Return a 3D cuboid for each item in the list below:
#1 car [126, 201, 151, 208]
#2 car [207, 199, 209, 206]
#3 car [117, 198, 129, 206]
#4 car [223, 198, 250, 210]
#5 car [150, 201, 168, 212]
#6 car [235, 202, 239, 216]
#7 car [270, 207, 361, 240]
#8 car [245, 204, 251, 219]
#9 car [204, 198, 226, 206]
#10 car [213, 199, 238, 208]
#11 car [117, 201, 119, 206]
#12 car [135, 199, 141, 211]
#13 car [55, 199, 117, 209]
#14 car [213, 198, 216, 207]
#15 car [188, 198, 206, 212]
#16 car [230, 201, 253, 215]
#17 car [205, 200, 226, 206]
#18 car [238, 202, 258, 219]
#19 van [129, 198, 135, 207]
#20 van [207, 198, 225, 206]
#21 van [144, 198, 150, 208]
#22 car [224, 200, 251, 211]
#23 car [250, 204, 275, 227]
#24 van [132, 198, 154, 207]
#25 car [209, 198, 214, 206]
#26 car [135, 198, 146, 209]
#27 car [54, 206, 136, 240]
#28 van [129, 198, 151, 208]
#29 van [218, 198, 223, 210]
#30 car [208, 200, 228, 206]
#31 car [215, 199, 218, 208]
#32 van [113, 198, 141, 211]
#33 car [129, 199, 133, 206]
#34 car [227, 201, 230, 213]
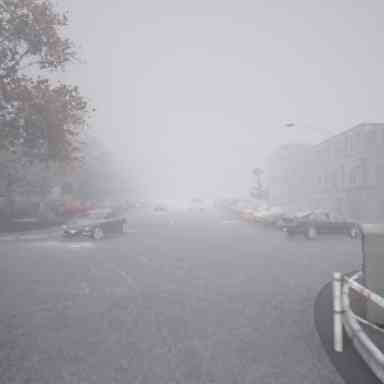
[{"bbox_3d":[-11.024,2.541,68.365,4.674,1.452,2.002,0,-1,-21],"label":"car"},{"bbox_3d":[6.896,2.714,77.275,5.366,1.575,1.946,1,-1,-20],"label":"car"},{"bbox_3d":[-10.773,1.938,41.881,4.553,1.767,2.185,0,-1,-21],"label":"car"},{"bbox_3d":[7.022,2.029,44.955,4.553,1.767,2.185,1,-1,-20],"label":"car"},{"bbox_3d":[-4.501,2.252,49.163,2.033,1.411,5.357,0,-1,0],"label":"car"},{"bbox_3d":[7.089,2.022,33.211,4.674,1.452,2.002,1,-1,-20],"label":"car"},{"bbox_3d":[7.205,1.769,18.549,4.892,1.521,2.231,1,-1,-20],"label":"car"},{"bbox_3d":[7.138,1.936,27.344,4.674,1.452,2.002,1,-1,-20],"label":"car"},{"bbox_3d":[6.533,2.810,94.802,5.566,2.045,2.435,2,-1,-21],"label":"car"},{"bbox_3d":[6.830,2.419,68.415,4.553,1.767,2.185,1,-1,-20],"label":"car"},{"bbox_3d":[-10.776,2.007,35.967,4.792,1.488,2.163,0,-1,-20],"label":"car"},{"bbox_3d":[-10.865,2.198,50.700,4.892,1.521,2.231,0,-1,-20],"label":"car"},{"bbox_3d":[-10.704,1.683,33.054,5.566,2.045,2.435,0,-1,-20],"label":"car"},{"bbox_3d":[6.841,2.261,59.606,4.553,1.767,2.185,1,-1,-20],"label":"car"},{"bbox_3d":[0.623,1.969,51.127,2.150,2.045,5.566,0,-1,0],"label":"car"},{"bbox_3d":[7.073,2.026,36.142,4.892,1.521,2.231,1,-1,-21],"label":"car"},{"bbox_3d":[6.415,2.995,91.805,5.366,1.575,1.946,1,-1,-21],"label":"car"},{"bbox_3d":[7.282,1.940,30.349,5.366,1.575,1.946,1,-1,-20],"label":"car"},{"bbox_3d":[-10.955,1.927,47.713,4.442,1.987,1.878,0,-1,-20],"label":"van"},{"bbox_3d":[6.514,2.716,88.895,4.442,1.987,1.878,1,-1,-21],"label":"van"},{"bbox_3d":[-10.865,2.169,62.525,4.442,1.987,1.878,0,-1,-20],"label":"van"},{"bbox_3d":[7.020,2.111,42.014,4.892,1.521,2.231,1,-1,-20],"label":"car"},{"bbox_3d":[7.167,1.855,24.411,4.892,1.521,2.231,1,-1,-20],"label":"car"},{"bbox_3d":[-10.961,2.387,74.299,4.442,1.987,1.878,0,-1,-20],"label":"van"},{"bbox_3d":[6.849,2.241,65.495,5.566,2.045,2.435,1,-1,-20],"label":"car"},{"bbox_3d":[-10.724,2.241,53.711,5.366,1.575,1.946,0,-1,-20],"label":"car"},{"bbox_3d":[-5.215,1.753,18.662,1.837,1.490,4.892,1,-1,15],"label":"car"},{"bbox_3d":[-11.153,2.331,71.265,4.442,1.987,1.878,0,-1,-20],"label":"van"},{"bbox_3d":[6.838,2.015,50.771,4.442,1.987,1.878,1,-1,-20],"label":"van"},{"bbox_3d":[6.674,2.916,86.016,4.792,1.488,2.163,1,-1,-21],"label":"car"},{"bbox_3d":[6.910,2.290,53.746,5.008,1.535,2.097,1,-1,-20],"label":"car"},{"bbox_3d":[-11.032,2.069,56.548,4.442,1.987,1.878,0,-1,-20],"label":"van"},{"bbox_3d":[-10.851,2.137,44.801,4.792,1.488,2.163,0,-1,-20],"label":"car"},{"bbox_3d":[7.011,2.096,39.067,4.792,1.488,2.163,1,-1,-20],"label":"car"}]
